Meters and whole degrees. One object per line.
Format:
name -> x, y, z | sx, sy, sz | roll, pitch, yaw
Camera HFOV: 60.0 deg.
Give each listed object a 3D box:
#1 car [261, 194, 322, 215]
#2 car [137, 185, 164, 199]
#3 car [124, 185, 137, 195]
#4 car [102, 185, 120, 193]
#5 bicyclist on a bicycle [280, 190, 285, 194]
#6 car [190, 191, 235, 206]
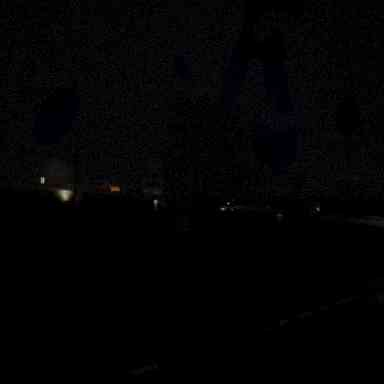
car -> 7.614, 0.899, 25.747 | 2.128, 1.511, 4.902 | 0, 2, -35
car -> -5.015, 0.137, 43.509 | 1.812, 1.442, 4.674 | 0, 2, -35
car -> -9.499, -0.450, 54.879 | 2.097, 1.767, 4.553 | 0, 2, -36
car -> -15.413, -0.662, 63.177 | 1.882, 1.535, 5.008 | 0, 2, -36
bicyclist on a bicycle -> 9.199, 0.665, 33.841 | 1.656, 1.620, 0.582 | 0, 2, -35
car -> 1.940, 0.592, 33.721 | 2.033, 1.411, 5.357 | 0, 2, -35
